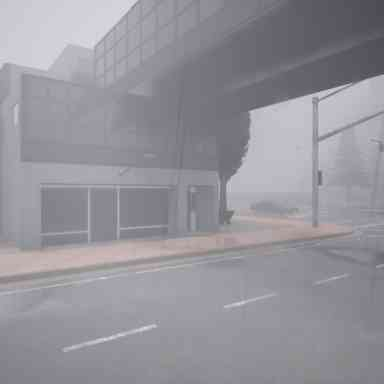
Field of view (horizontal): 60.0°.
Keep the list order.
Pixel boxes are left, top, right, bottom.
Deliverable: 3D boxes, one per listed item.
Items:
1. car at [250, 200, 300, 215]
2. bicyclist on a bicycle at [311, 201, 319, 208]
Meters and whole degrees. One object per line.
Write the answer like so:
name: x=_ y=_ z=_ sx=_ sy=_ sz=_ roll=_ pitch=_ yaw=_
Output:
car: x=8.359 y=1.547 z=34.252 sx=2.033 sy=1.411 sz=5.357 roll=0 pitch=0 yaw=-36
bicyclist on a bicycle: x=15.781 y=1.301 z=42.744 sx=1.656 sy=1.620 sz=0.582 roll=0 pitch=0 yaw=-36
